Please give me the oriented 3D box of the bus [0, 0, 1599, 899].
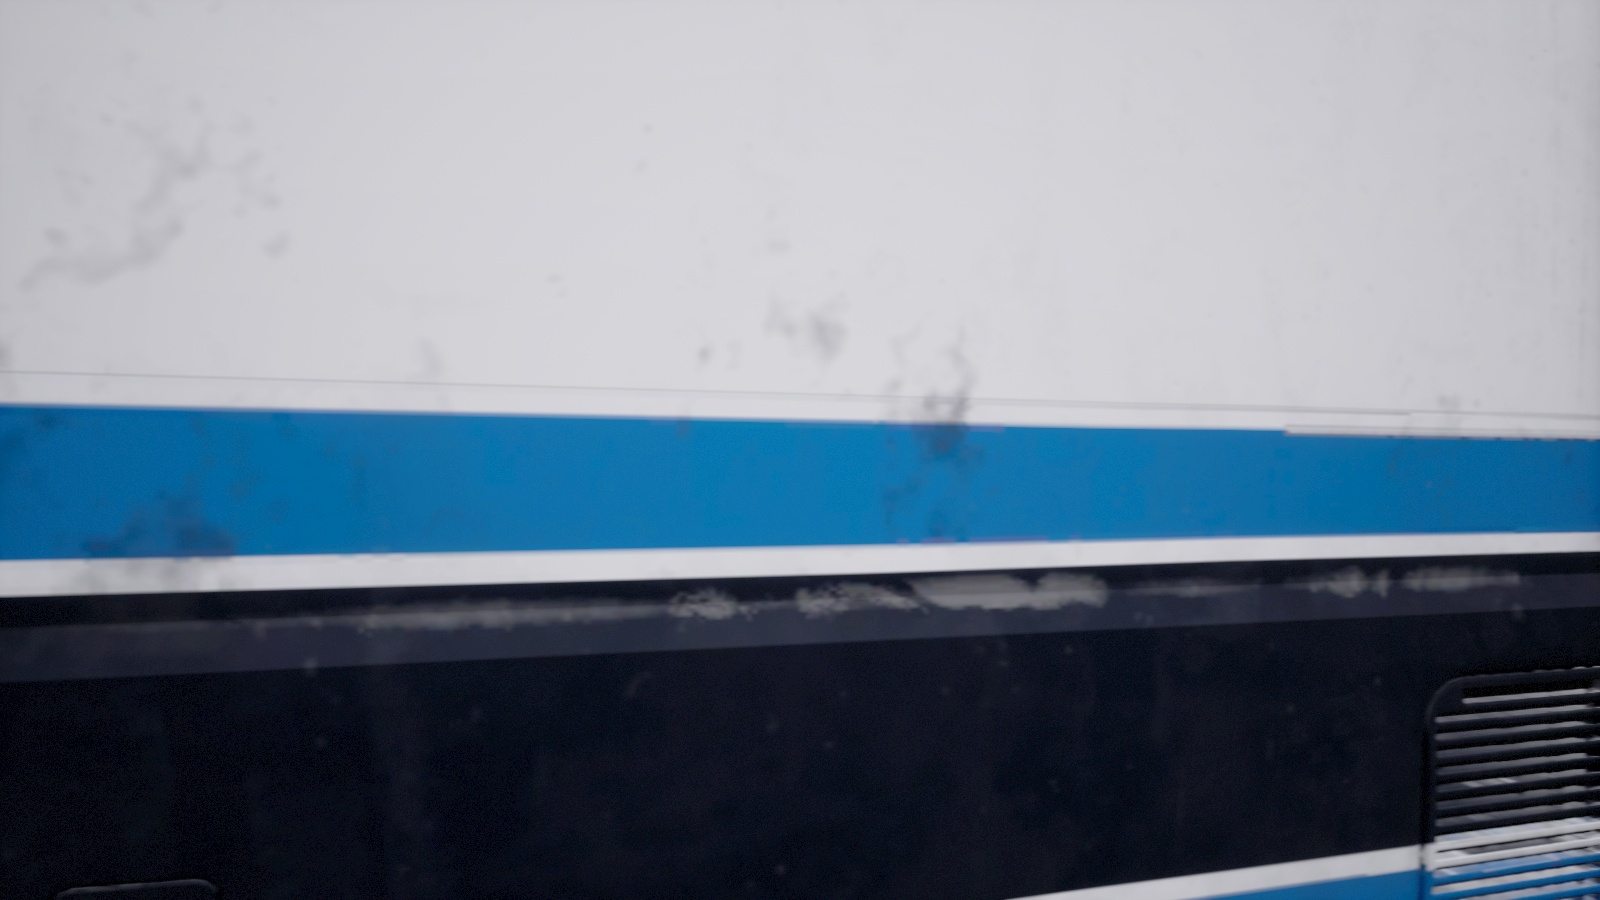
[{"bbox_3d":[0.213,-0.638,3.303,10.273,4.253,3.944,-1,1,-21],"label":"bus"}]
